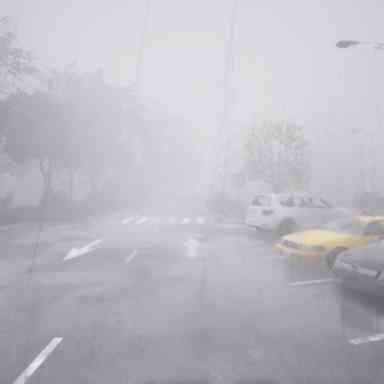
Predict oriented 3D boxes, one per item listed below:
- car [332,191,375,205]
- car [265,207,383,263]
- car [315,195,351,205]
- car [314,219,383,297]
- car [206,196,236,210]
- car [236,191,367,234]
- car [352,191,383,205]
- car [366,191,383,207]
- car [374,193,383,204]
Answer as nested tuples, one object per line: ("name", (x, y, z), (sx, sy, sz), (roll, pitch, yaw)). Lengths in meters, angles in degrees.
("car", (23.940, 0.853, 49.558), (2.435, 2.045, 5.566), (0, 0, -21))
("car", (5.191, 1.396, 10.320), (5.366, 1.575, 1.946), (1, 1, -20))
("car", (20.917, 1.133, 49.476), (2.163, 1.488, 4.792), (0, 0, -21))
("car", (5.375, 1.465, 7.379), (4.674, 1.452, 2.002), (1, 1, -20))
("car", (3.659, 1.208, 35.712), (4.902, 1.511, 2.128), (0, 0, -42))
("car", (5.376, 1.102, 16.411), (5.566, 2.045, 2.435), (1, 0, -20))
("car", (27.000, 0.853, 49.597), (2.435, 2.045, 5.566), (0, 0, -22))
("car", (18.331, 0.983, 32.412), (2.435, 2.045, 5.566), (0, 1, -21))
("car", (29.996, 0.980, 49.728), (2.185, 1.767, 4.553), (0, -1, -22))
